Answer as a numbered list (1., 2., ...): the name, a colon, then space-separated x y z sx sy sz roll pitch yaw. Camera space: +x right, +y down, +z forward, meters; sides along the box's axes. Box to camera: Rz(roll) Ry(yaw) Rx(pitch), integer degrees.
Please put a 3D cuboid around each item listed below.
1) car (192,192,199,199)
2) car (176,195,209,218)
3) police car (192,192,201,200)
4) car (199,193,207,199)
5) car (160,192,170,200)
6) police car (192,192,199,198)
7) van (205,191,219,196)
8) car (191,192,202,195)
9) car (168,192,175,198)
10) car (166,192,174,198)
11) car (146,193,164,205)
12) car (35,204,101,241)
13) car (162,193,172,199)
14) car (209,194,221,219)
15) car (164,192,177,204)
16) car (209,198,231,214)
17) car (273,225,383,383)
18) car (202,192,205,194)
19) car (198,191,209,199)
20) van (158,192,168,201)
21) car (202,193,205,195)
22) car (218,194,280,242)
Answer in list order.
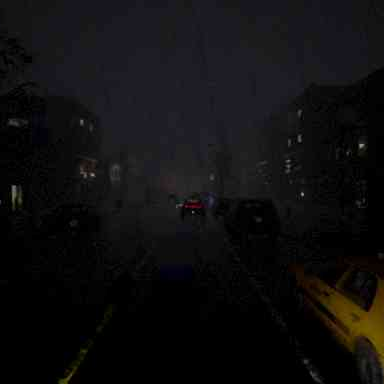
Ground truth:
1. car: 0.864 0.867 82.453 1.837 1.490 4.892 0 0 0
2. car: 0.090 1.282 27.063 2.128 1.511 4.902 0 0 0
3. police car: 0.869 0.864 72.563 1.930 1.638 5.238 0 0 0
4. car: 2.652 0.945 82.273 1.802 1.307 4.206 -1 0 0
5. car: -5.725 0.890 71.170 1.967 1.590 4.097 -1 0 0
6. police car: 0.861 0.739 88.563 1.930 1.638 5.238 0 0 0
7. van: 2.669 1.048 37.886 1.690 1.788 3.998 -1 0 0
8. car: 0.080 1.130 45.022 1.882 1.535 5.008 0 1 0
9. car: -5.733 0.822 93.364 1.887 1.381 4.507 -1 0 0
10. car: -5.732 0.760 87.815 1.967 1.590 4.097 -1 0 0
11. car: -5.714 1.173 48.978 2.008 1.369 4.403 -1 0 0
12. car: -5.700 1.320 15.688 1.967 1.590 4.097 -1 0 0
13. car: -5.726 0.952 76.719 1.887 1.381 4.507 -1 0 0
14. car: 2.675 1.233 26.790 1.967 1.590 4.097 -1 0 0
15. car: -3.090 1.117 52.816 1.812 1.442 4.674 0 0 0
16. car: 2.674 1.332 32.340 1.802 1.307 4.206 -1 0 0
17. car: 2.685 1.487 4.768 1.752 1.417 4.829 -1 0 0
18. car: 2.664 1.160 54.532 1.802 1.307 4.206 -1 0 0
19. car: 2.653 0.721 76.723 2.192 1.841 5.009 -1 0 0
20. van: -5.724 0.834 65.621 1.690 1.788 3.998 -1 0 0
21. car: 2.666 1.203 48.984 1.802 1.307 4.206 -1 0 0
22. car: 2.678 1.193 15.693 2.192 1.841 5.009 -1 0 0
